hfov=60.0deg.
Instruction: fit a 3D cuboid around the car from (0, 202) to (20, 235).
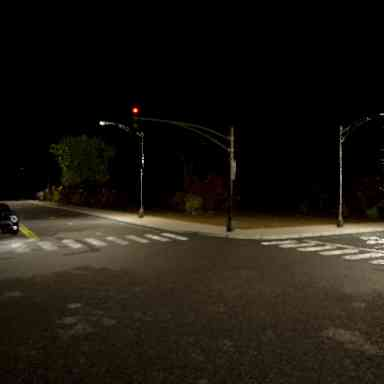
[{"bbox_3d":[-10.759,1.355,18.027,2.097,1.767,4.553,1,0,-34],"label":"car"}]
